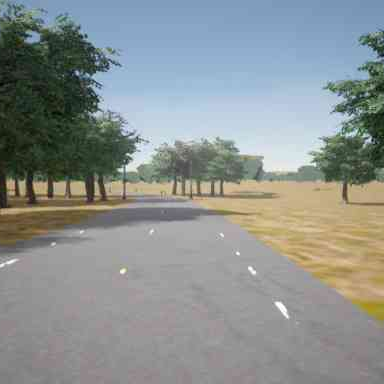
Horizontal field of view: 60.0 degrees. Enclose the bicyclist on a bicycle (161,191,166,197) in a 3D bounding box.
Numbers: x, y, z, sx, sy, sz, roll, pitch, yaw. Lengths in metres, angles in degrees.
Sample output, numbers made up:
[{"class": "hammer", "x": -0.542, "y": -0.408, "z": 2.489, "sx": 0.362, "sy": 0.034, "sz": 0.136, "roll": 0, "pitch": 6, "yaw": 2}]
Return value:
[{"class": "bicyclist on a bicycle", "x": -7.299, "y": 0.669, "z": 90.076, "sx": 0.582, "sy": 1.620, "sz": 1.656, "roll": -1, "pitch": 0, "yaw": -10}]
